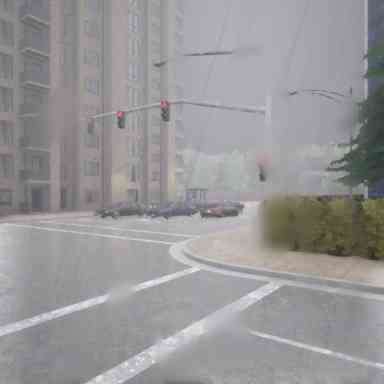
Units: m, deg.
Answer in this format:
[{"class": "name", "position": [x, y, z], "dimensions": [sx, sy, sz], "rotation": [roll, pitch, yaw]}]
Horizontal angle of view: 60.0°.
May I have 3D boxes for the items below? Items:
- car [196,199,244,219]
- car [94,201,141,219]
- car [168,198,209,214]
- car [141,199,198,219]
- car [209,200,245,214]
[{"class": "car", "position": [2.575, 1.564, 29.070], "dimensions": [1.994, 1.385, 4.181], "rotation": [0, 0, 36]}, {"class": "car", "position": [-6.016, 1.547, 29.452], "dimensions": [2.033, 1.411, 5.357], "rotation": [0, 0, 36]}, {"class": "car", "position": [-0.325, 1.491, 37.250], "dimensions": [2.128, 1.511, 4.902], "rotation": [0, 0, 36]}, {"class": "car", "position": [-1.680, 1.547, 29.459], "dimensions": [2.033, 1.411, 5.357], "rotation": [0, 0, 36]}, {"class": "car", "position": [3.974, 1.601, 37.201], "dimensions": [1.895, 1.301, 4.718], "rotation": [0, 0, 36]}]
